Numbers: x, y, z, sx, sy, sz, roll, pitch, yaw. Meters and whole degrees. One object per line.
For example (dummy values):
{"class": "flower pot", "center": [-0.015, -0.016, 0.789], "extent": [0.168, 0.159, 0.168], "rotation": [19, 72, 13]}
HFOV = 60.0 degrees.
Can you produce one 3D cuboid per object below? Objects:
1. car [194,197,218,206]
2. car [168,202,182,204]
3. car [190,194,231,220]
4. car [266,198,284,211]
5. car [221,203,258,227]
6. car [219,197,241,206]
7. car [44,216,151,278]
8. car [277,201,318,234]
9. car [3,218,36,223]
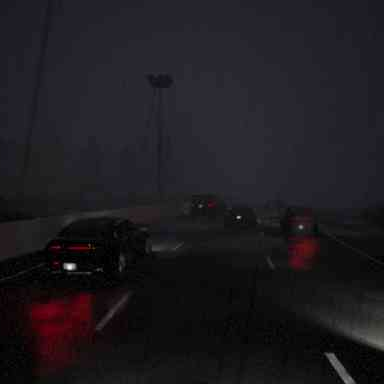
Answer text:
{"class": "car", "center": [2.366, 1.537, 55.443], "extent": [1.812, 1.442, 4.674], "rotation": [0, 0, 33]}
{"class": "car", "center": [-2.219, 1.503, 54.561], "extent": [1.837, 1.490, 4.892], "rotation": [0, 0, 31]}
{"class": "car", "center": [1.526, 1.228, 28.845], "extent": [2.150, 2.045, 5.566], "rotation": [0, 0, 18]}
{"class": "car", "center": [10.430, 1.527, 40.963], "extent": [2.128, 1.511, 4.902], "rotation": [0, 0, 26]}
{"class": "car", "center": [3.487, 1.576, 23.079], "extent": [1.994, 1.385, 4.181], "rotation": [0, 0, 15]}
{"class": "car", "center": [6.362, 1.588, 55.139], "extent": [1.994, 1.385, 4.181], "rotation": [0, 0, 33]}
{"class": "car", "center": [-2.599, 1.498, 10.214], "extent": [1.837, 1.490, 4.892], "rotation": [0, 0, 6]}
{"class": "car", "center": [6.126, 1.525, 19.405], "extent": [1.837, 1.490, 4.892], "rotation": [0, 0, 13]}
{"class": "car", "center": [-9.064, 1.537, 15.651], "extent": [1.994, 1.385, 4.181], "rotation": [0, 0, 10]}
